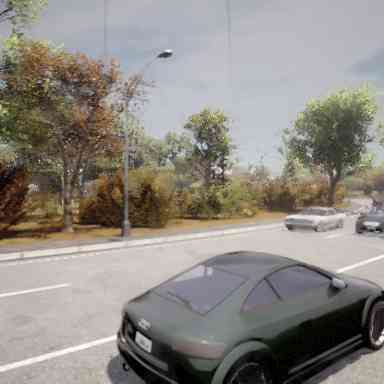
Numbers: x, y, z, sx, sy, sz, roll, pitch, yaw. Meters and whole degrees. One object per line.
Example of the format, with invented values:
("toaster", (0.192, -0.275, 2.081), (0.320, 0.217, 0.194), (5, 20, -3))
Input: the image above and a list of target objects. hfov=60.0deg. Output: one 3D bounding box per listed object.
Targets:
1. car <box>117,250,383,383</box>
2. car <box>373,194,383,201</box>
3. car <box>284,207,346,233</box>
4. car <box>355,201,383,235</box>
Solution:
("car", (1.083, 1.570, 4.772), (4.181, 1.385, 1.994), (0, 0, -37))
("car", (31.039, 1.296, 54.497), (2.097, 1.767, 4.553), (0, 0, 24))
("car", (7.409, 1.603, 19.841), (1.895, 1.301, 4.718), (0, 0, 45))
("car", (10.460, 1.483, 18.000), (2.128, 1.511, 4.902), (0, 0, 44))
